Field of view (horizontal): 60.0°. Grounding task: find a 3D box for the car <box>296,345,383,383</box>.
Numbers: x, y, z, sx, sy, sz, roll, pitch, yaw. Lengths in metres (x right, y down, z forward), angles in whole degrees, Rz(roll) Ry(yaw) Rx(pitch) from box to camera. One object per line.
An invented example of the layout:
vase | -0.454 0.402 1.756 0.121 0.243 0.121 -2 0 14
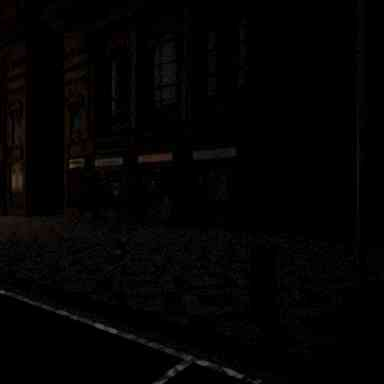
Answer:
car | 2.270 1.438 1.343 4.097 1.590 1.967 0 0 35
